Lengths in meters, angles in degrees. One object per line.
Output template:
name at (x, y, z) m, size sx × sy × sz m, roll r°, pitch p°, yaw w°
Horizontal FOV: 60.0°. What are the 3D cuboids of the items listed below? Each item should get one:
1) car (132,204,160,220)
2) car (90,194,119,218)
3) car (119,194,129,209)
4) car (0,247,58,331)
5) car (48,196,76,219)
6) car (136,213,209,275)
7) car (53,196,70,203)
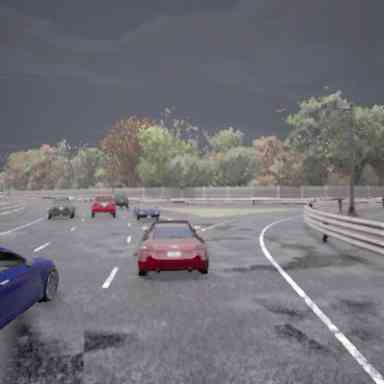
car at (-3.959, 1.661, 28.249) m, size 1.895 × 1.301 × 4.718 m, roll 0°, pitch 0°, yaw -15°
car at (-8.583, 1.306, 32.049) m, size 2.150 × 2.045 × 5.566 m, roll 0°, pitch 0°, yaw -18°
car at (-10.580, 1.338, 47.122) m, size 2.150 × 2.045 × 5.566 m, roll 0°, pitch 0°, yaw -25°
car at (-3.712, 1.549, 5.276) m, size 1.812 × 1.442 × 4.674 m, roll 0°, pitch 0°, yaw -3°
car at (-11.836, 1.446, 30.512) m, size 2.097 × 1.767 × 4.553 m, roll 0°, pitch 0°, yaw -17°
car at (-0.659, 1.584, 10.628) m, size 1.994 × 1.385 × 4.181 m, roll 0°, pitch 0°, yaw -6°
car at (-29.908, 1.737, 76.058) m, size 1.837 × 1.490 × 4.892 m, roll 0°, pitch 0°, yaw -43°
